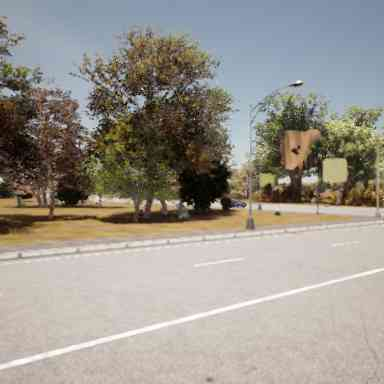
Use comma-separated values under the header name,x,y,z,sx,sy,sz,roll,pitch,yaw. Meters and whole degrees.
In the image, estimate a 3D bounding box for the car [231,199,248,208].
name,x,y,z,sx,sy,sz,roll,pitch,yaw
car,6.425,1.726,50.545,1.994,1.385,4.181,0,0,-37
